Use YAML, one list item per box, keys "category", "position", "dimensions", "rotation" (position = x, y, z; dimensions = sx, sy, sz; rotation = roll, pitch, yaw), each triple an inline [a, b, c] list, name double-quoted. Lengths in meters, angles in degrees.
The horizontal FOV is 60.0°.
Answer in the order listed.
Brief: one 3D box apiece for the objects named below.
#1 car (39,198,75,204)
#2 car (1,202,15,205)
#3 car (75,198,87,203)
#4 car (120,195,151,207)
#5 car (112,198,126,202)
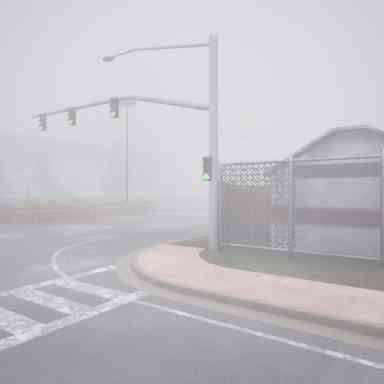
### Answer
- category: "car"
  position: [-14.964, 1.564, 34.864]
  dimensions: [1.994, 1.385, 4.181]
  rotation: [0, 0, 34]
- category: "car"
  position: [-20.391, 1.547, 33.044]
  dimensions: [2.033, 1.411, 5.357]
  rotation: [0, 0, 34]
- category: "car"
  position: [-15.147, 1.505, 40.886]
  dimensions: [1.837, 1.490, 4.892]
  rotation: [0, 0, 34]
- category: "car"
  position: [-8.507, 1.353, 50.801]
  dimensions: [2.097, 1.767, 4.553]
  rotation: [0, 0, 34]
- category: "car"
  position: [-9.153, 1.547, 43.558]
  dimensions: [2.033, 1.411, 5.357]
  rotation: [0, 0, 33]
